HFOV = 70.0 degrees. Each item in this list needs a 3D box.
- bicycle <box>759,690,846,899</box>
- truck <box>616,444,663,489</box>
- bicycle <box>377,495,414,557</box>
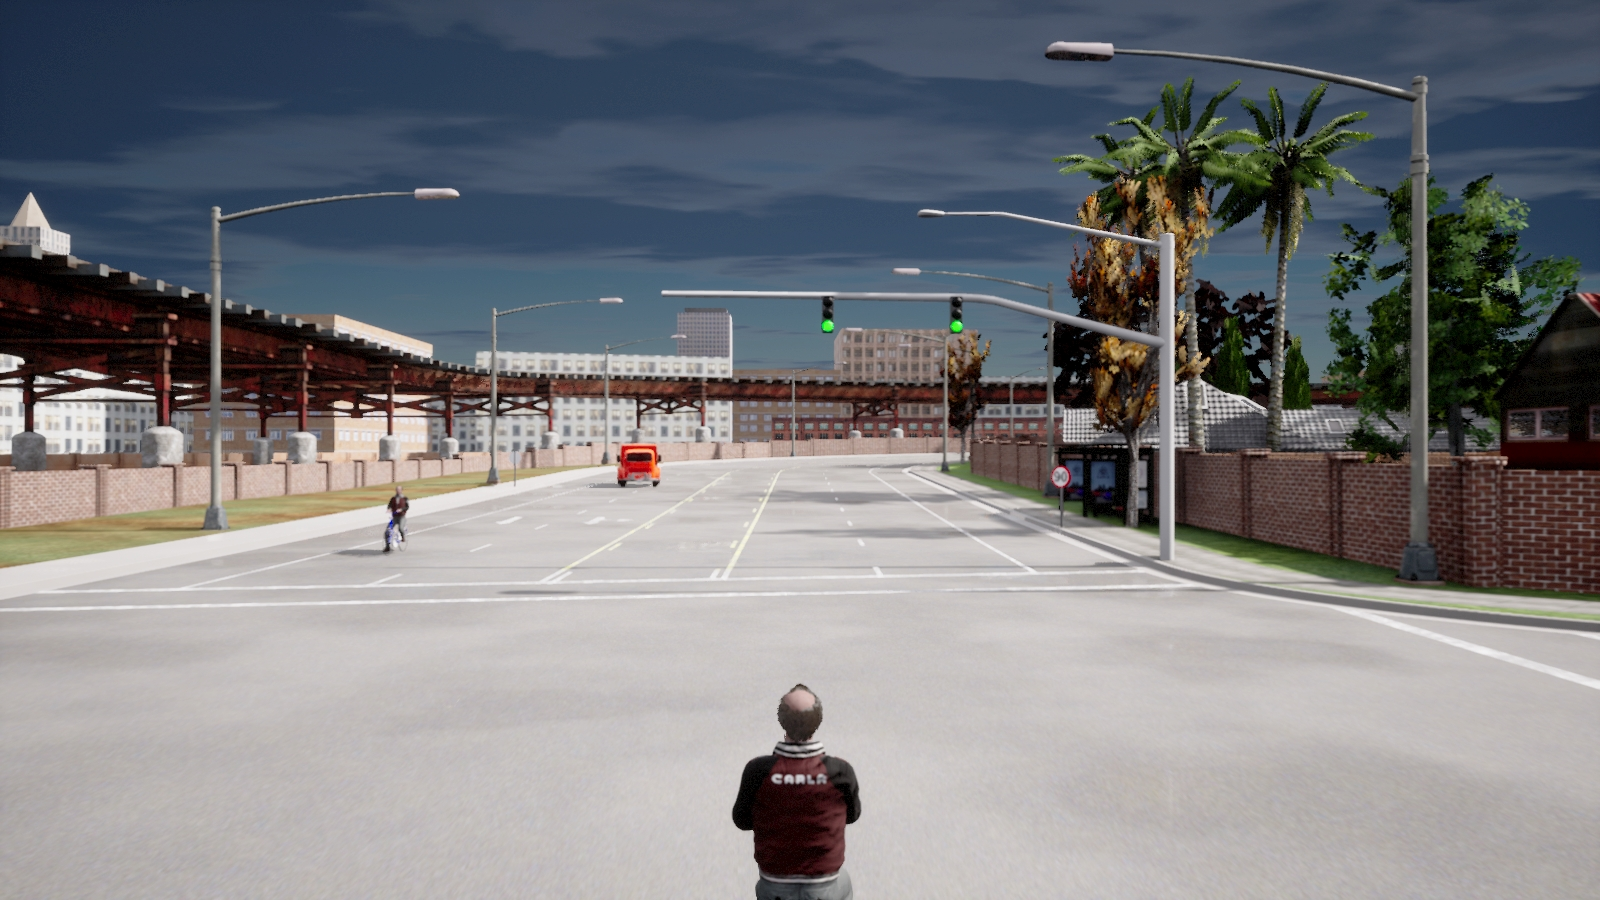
[{"bbox_3d":[0.014,2.042,5.226,0.329,1.496,1.835,0,0,0],"label":"bicycle"},{"bbox_3d":[-9.380,0.892,66.536,2.627,2.467,5.204,0,1,-9],"label":"truck"},{"bbox_3d":[-10.483,1.948,29.654,0.329,1.496,1.835,0,0,0],"label":"bicycle"}]
